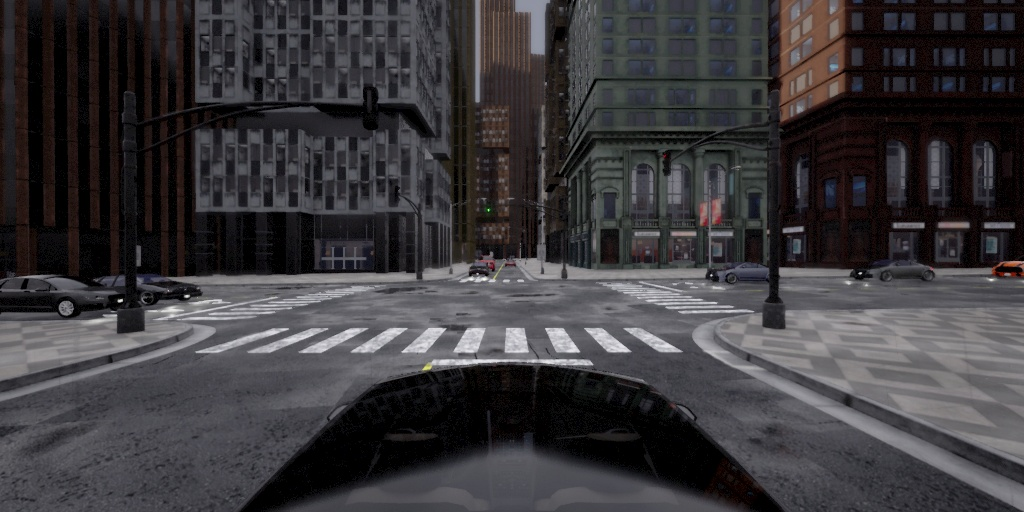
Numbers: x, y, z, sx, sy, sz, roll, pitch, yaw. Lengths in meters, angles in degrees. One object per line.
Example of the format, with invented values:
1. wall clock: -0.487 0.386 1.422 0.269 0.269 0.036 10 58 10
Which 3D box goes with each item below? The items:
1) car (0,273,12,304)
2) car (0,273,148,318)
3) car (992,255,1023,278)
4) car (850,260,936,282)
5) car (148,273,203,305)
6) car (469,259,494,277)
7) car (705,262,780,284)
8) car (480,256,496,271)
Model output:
1. car: -27.345 1.616 16.933 4.892 1.490 1.837 -1 0 0
2. car: -17.417 1.497 13.706 4.892 1.490 1.837 -1 0 0
3. car: 35.088 0.611 23.777 4.553 1.767 2.097 -1 0 0
4. car: 25.101 0.949 23.754 4.181 1.385 1.994 -1 0 1
5. car: -17.859 1.530 17.012 5.357 1.411 2.033 -1 0 5
6. car: -3.226 1.291 36.177 2.033 1.411 5.357 0 0 0
7. car: 15.197 1.076 23.739 4.181 1.385 1.994 -1 0 0
8. car: -3.318 0.954 46.857 2.150 2.045 5.566 0 0 -1
